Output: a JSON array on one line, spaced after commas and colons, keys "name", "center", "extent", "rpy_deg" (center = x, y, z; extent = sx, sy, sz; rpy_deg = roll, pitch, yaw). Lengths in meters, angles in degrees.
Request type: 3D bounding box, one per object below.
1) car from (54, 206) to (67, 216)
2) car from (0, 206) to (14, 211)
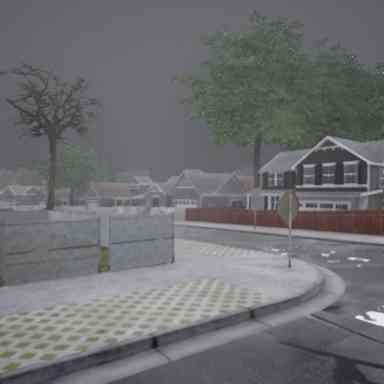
[{"name": "car", "center": [-19.012, 2.741, 46.551], "extent": [2.097, 1.767, 4.553], "rpy_deg": [2, -3, -38]}, {"name": "car", "center": [-41.546, 3.938, 74.297], "extent": [5.008, 1.535, 1.882], "rpy_deg": [-2, -3, 40]}]
